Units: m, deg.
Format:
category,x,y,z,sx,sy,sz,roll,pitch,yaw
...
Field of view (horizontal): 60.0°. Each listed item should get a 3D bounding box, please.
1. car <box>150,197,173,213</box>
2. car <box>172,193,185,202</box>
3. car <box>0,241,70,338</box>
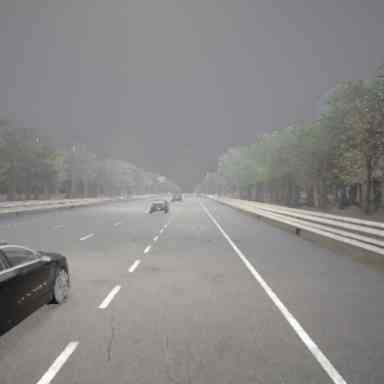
category,x,y,z,sx,sy,sz,roll,pitch,yaw
car,-3.481,1.556,36.687,1.812,1.442,4.674,0,0,0
car,-3.335,1.309,75.979,2.150,2.045,5.566,0,0,0
car,-3.502,1.493,5.177,2.128,1.511,4.902,0,0,0
